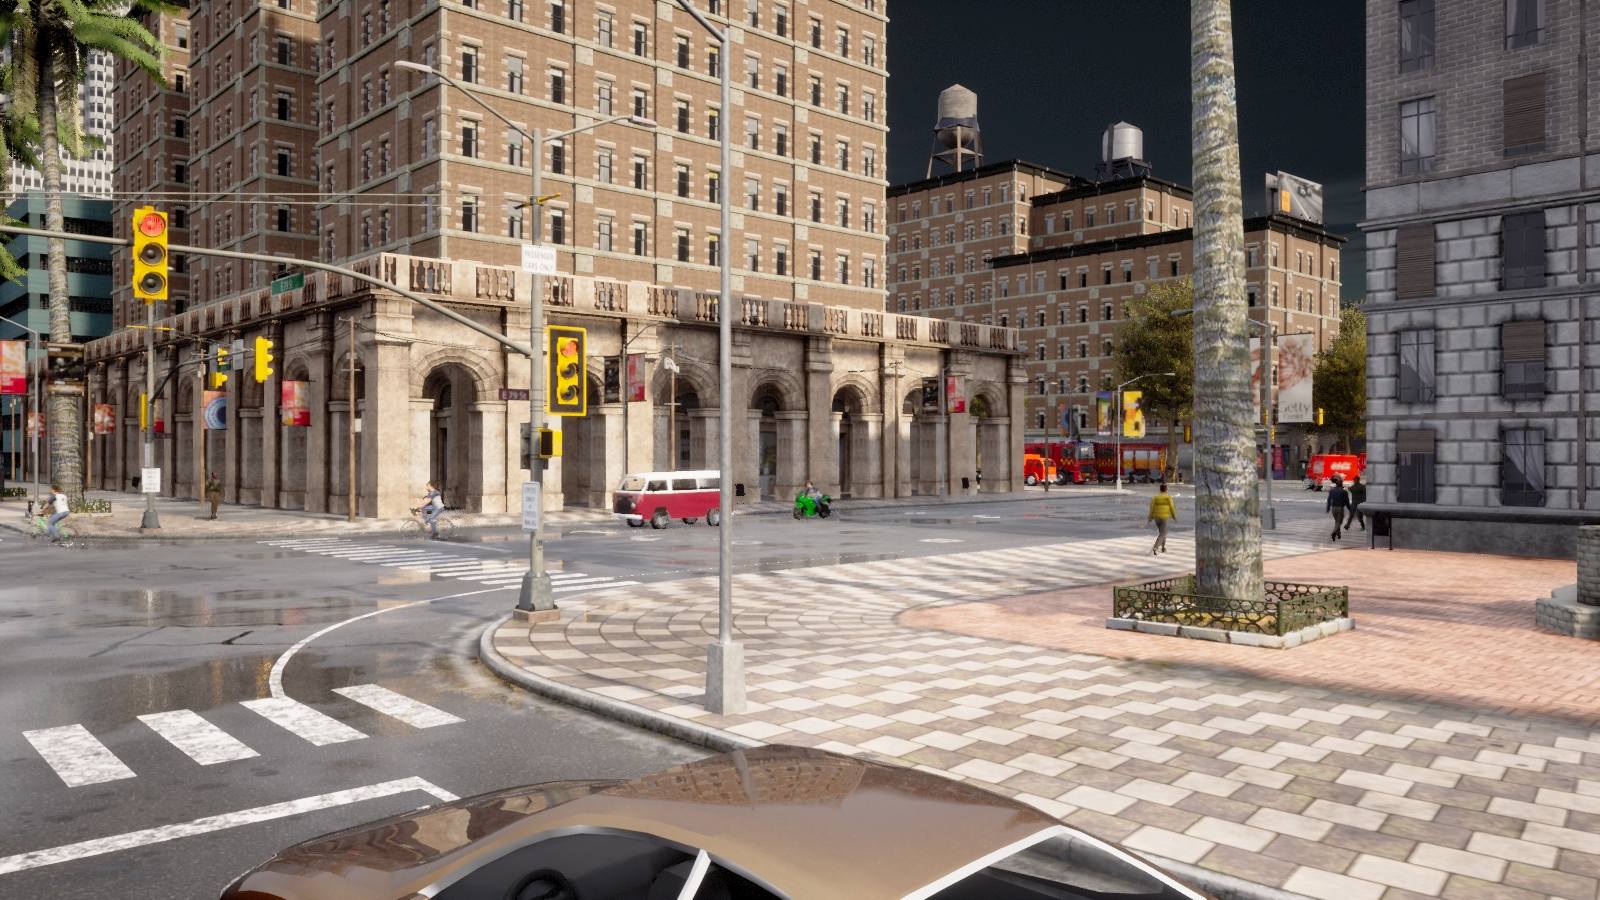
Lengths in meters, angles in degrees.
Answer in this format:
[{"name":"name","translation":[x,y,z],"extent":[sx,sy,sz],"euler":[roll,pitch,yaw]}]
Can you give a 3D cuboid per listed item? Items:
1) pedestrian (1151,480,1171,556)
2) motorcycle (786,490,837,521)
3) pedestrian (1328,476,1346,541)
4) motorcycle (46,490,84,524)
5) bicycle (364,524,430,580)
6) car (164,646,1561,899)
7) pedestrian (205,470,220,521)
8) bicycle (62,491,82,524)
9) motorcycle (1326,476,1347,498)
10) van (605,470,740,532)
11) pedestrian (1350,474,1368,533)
[{"name":"pedestrian","translation":[9.067,1.696,28.699],"extent":[0.375,1.860,0.375],"euler":[0,0,42]},{"name":"motorcycle","translation":[0.480,2.213,45.969],"extent":[2.033,1.145,0.803],"euler":[0,0,-43]},{"name":"pedestrian","translation":[15.578,1.696,33.133],"extent":[0.375,1.860,0.375],"euler":[0,0,42]},{"name":"motorcycle","translation":[-28.682,2.205,44.576],"extent":[0.867,1.251,2.209],"euler":[0,0,-42]},{"name":"bicycle","translation":[-8.937,2.256,25.414],"extent":[0.859,1.080,1.487],"euler":[2,0,2]},{"name":"car","translation":[-0.308,1.992,4.309],"extent":[5.027,1.651,2.152],"euler":[0,0,42]},{"name":"pedestrian","translation":[-21.969,1.697,42.726],"extent":[0.375,1.860,0.375],"euler":[0,0,45]},{"name":"bicycle","translation":[-28.285,2.206,44.372],"extent":[0.373,1.196,1.643],"euler":[0,0,-42]},{"name":"motorcycle","translation":[32.322,2.205,68.843],"extent":[0.867,1.251,2.209],"euler":[0,0,32]},{"name":"van","translation":[-4.562,1.780,41.379],"extent":[4.480,2.038,2.069],"euler":[0,0,-43]},{"name":"pedestrian","translation":[17.866,1.697,36.516],"extent":[0.375,1.860,0.375],"euler":[0,0,-31]}]
